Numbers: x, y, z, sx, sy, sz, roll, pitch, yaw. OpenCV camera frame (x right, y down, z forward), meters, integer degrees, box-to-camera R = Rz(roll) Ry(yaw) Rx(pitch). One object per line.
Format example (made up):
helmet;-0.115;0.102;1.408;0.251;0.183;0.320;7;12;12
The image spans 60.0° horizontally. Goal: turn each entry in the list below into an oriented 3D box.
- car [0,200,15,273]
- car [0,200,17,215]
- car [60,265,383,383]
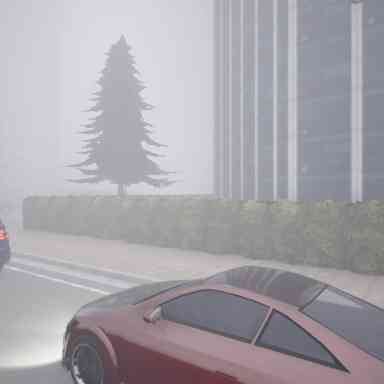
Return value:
car;-7.160;1.221;9.062;5.566;2.045;2.150;0;0;35
car;-20.375;1.560;33.237;1.837;1.490;4.892;0;0;35
car;0.451;1.564;3.671;4.181;1.385;1.994;0;0;35
